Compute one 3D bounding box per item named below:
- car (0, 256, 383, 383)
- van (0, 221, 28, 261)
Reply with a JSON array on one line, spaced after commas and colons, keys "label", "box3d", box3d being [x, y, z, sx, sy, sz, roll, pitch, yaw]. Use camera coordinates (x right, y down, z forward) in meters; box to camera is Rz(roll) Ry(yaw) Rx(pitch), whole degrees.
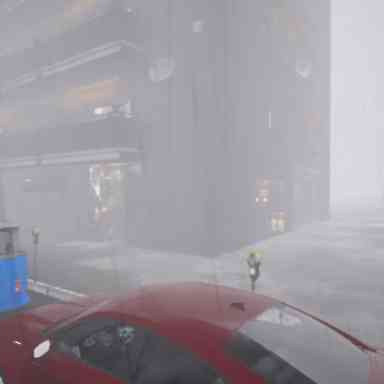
[{"label": "car", "box3d": [-0.246, 1.550, 3.042, 4.507, 1.381, 1.887, 0, 0, 35]}, {"label": "van", "box3d": [-4.745, 1.362, 6.247, 3.998, 1.788, 1.690, 0, 0, 35]}]
